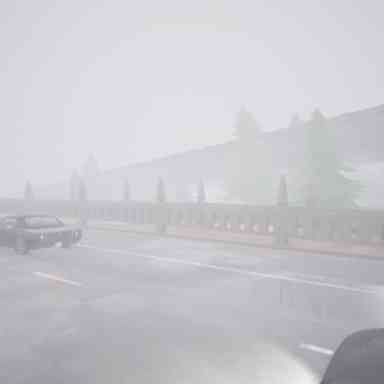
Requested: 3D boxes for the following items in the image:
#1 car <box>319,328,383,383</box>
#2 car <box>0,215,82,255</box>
[{"bbox_3d":[2.897,1.572,1.922,4.181,1.385,1.994,0,0,36],"label":"car"},{"bbox_3d":[-6.463,1.526,12.901,4.718,1.301,1.895,0,0,36],"label":"car"}]
